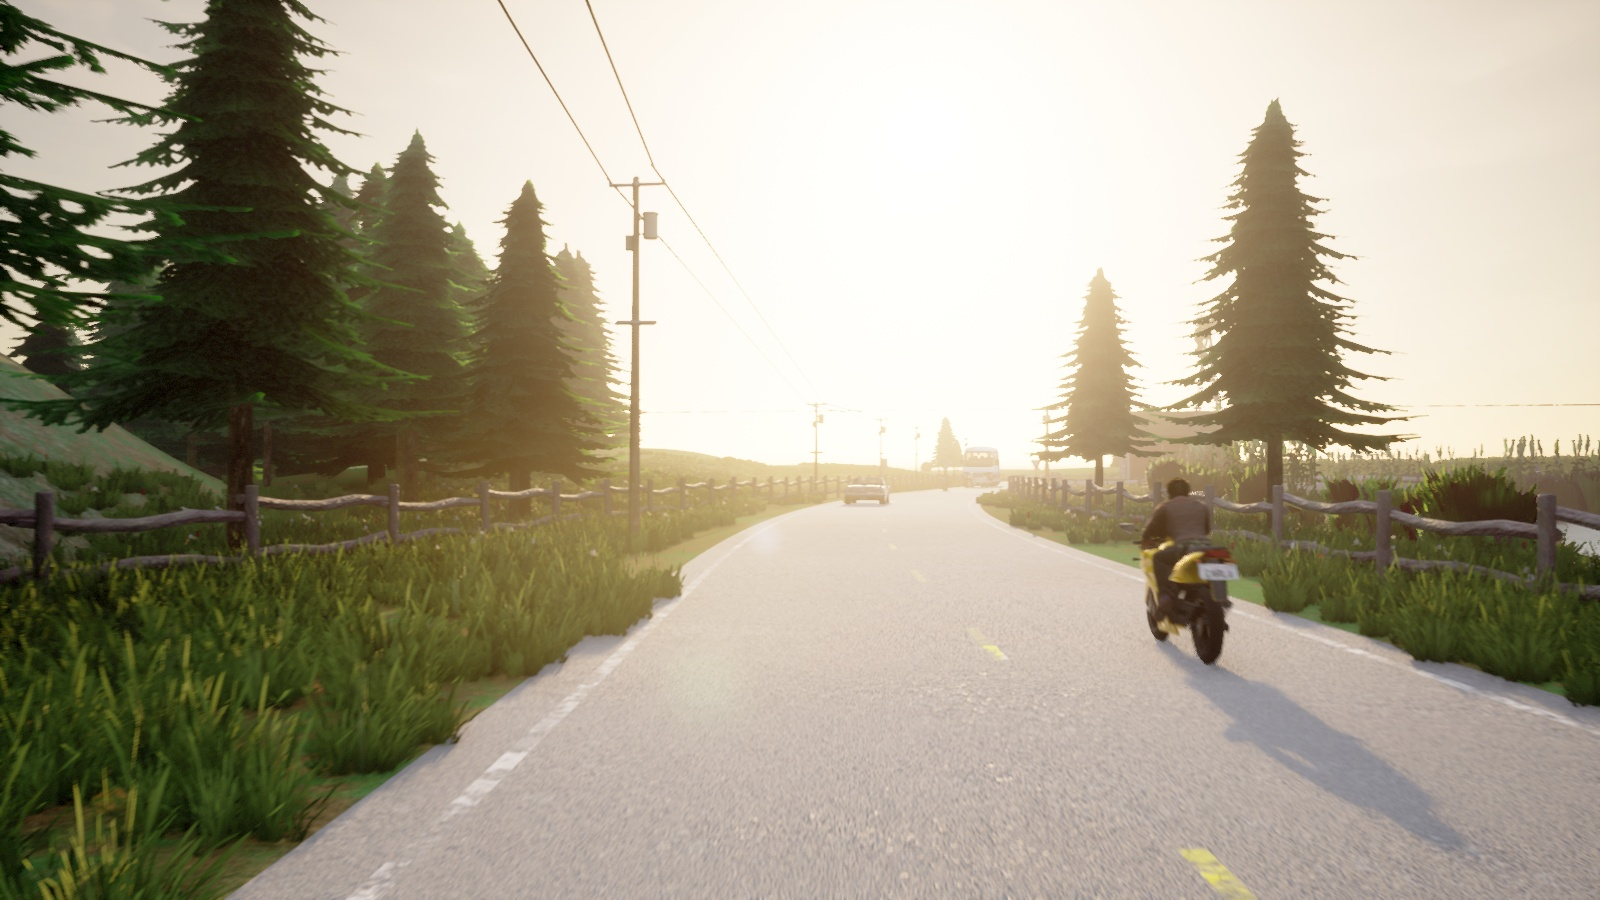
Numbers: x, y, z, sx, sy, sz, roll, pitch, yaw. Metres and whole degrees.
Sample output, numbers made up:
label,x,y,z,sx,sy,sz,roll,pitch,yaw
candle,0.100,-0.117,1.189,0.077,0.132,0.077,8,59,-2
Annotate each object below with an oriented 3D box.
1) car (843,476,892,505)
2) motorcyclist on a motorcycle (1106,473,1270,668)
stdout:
label,x,y,z,sx,sy,sz,roll,pitch,yaw
car,3.254,1.903,59.726,1.895,1.301,4.718,0,-1,8
motorcyclist on a motorcycle,3.297,0.967,10.883,0.797,1.523,2.044,0,-1,1
